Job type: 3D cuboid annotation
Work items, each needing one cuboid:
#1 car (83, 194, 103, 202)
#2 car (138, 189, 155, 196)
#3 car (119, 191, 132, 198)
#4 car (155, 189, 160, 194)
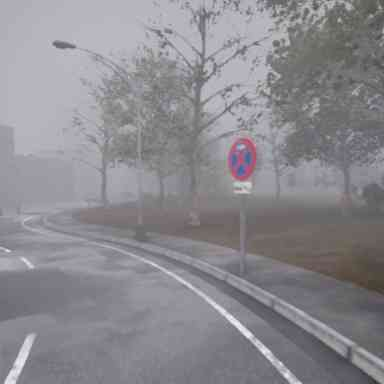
[{"bbox_3d":[-17.382,1.068,59.019,1.895,1.301,4.718,-1,1,9],"label":"car"},{"bbox_3d":[-11.042,0.356,78.376,2.033,1.411,5.357,-1,2,9],"label":"car"},{"bbox_3d":[-14.913,0.513,74.667,2.128,1.511,4.902,-1,2,9],"label":"car"},{"bbox_3d":[-9.424,-0.162,88.663,1.882,1.535,5.008,-1,1,9],"label":"car"}]
